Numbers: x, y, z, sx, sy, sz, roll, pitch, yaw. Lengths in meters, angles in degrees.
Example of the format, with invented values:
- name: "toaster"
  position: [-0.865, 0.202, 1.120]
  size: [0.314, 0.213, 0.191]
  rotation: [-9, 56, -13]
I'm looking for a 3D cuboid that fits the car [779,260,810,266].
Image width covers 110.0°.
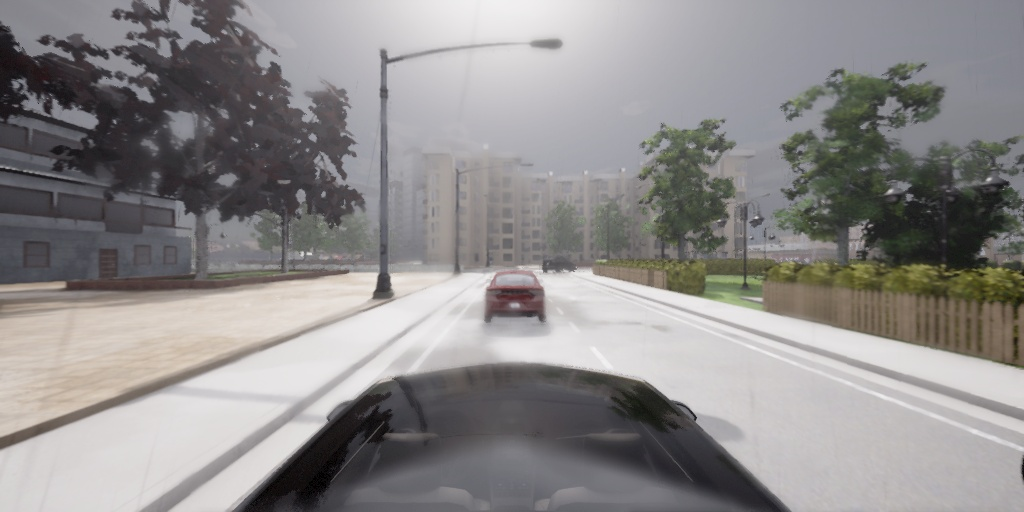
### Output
- name: "car"
  position: [39.204, 1.338, 50.480]
  size: [4.892, 1.490, 1.837]
  rotation: [0, 0, 1]

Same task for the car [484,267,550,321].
- name: "car"
  position: [0.099, 1.247, 12.504]
  size: [1.882, 1.535, 5.008]
  rotation: [0, 0, 0]

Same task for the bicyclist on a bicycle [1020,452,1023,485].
- name: "bicyclist on a bicycle"
  position: [4.737, 1.179, 2.756]
  size: [1.656, 1.620, 0.582]
  rotation: [0, 0, 0]

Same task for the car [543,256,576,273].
- name: "car"
  position: [6.071, 1.102, 46.090]
  size: [2.150, 2.045, 5.566]
  rotation: [-4, -2, 38]
